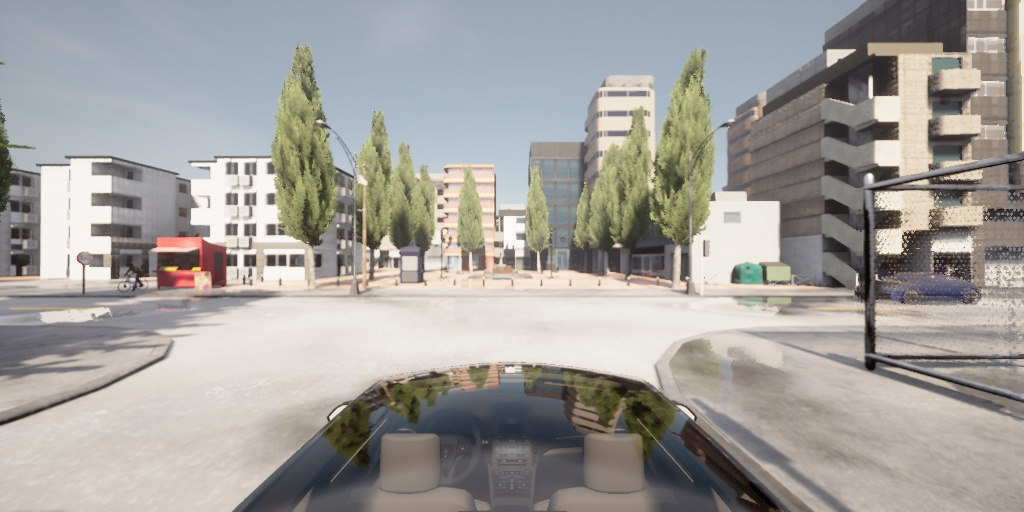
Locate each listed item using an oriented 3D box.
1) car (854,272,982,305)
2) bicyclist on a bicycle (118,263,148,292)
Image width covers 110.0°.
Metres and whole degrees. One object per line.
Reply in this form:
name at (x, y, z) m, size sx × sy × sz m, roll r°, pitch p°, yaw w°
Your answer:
car at (18.217, 1.418, 16.227) m, size 4.181 × 1.385 × 1.994 m, roll 0°, pitch 0°, yaw 0°
bicyclist on a bicycle at (-21.551, 1.234, 20.410) m, size 0.582 × 1.620 × 1.656 m, roll 0°, pitch 0°, yaw 0°
